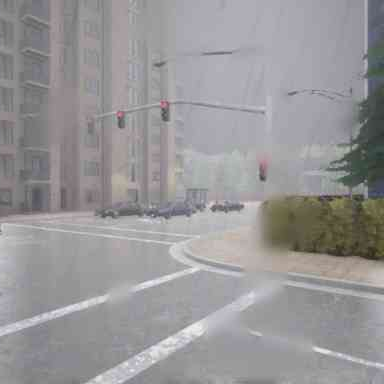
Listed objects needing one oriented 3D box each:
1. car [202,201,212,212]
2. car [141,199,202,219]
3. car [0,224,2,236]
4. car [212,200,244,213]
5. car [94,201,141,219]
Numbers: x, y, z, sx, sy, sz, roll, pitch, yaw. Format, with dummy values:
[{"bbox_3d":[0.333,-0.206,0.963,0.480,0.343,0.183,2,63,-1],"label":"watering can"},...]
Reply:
[{"bbox_3d":[-0.325,1.491,37.250,2.128,1.511,4.902,0,0,36],"label":"car"},{"bbox_3d":[-1.680,1.547,29.459,2.033,1.411,5.357,0,0,36],"label":"car"},{"bbox_3d":[-10.735,1.525,14.112,4.674,1.442,1.812,0,0,-28],"label":"car"},{"bbox_3d":[3.974,1.601,37.201,1.895,1.301,4.718,0,0,36],"label":"car"},{"bbox_3d":[-6.016,1.547,29.452,2.033,1.411,5.357,0,0,36],"label":"car"}]
